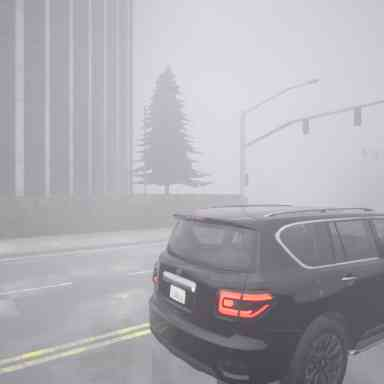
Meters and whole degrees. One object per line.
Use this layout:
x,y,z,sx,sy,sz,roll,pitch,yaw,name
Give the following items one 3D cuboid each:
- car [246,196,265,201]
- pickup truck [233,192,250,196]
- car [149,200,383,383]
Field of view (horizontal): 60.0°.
8.521,1.564,43.014,1.994,1.385,4.181,0,0,-36,car
10.249,1.059,68.801,2.390,2.098,6.274,0,0,-5,pickup truck
2.047,1.221,5.200,5.566,2.045,2.150,0,0,-35,car
